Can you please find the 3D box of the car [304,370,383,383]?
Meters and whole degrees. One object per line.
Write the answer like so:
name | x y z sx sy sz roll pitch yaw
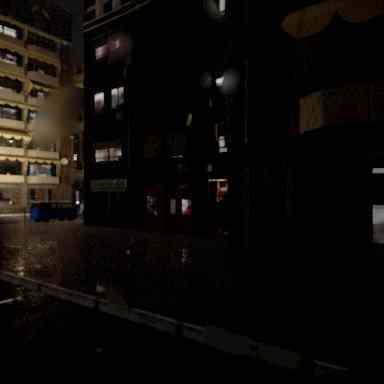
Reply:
car | 2.403 1.552 1.163 4.403 1.369 2.008 0 0 35

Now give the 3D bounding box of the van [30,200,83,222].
van | -11.897 1.689 28.811 1.690 1.788 3.998 -1 -2 35
